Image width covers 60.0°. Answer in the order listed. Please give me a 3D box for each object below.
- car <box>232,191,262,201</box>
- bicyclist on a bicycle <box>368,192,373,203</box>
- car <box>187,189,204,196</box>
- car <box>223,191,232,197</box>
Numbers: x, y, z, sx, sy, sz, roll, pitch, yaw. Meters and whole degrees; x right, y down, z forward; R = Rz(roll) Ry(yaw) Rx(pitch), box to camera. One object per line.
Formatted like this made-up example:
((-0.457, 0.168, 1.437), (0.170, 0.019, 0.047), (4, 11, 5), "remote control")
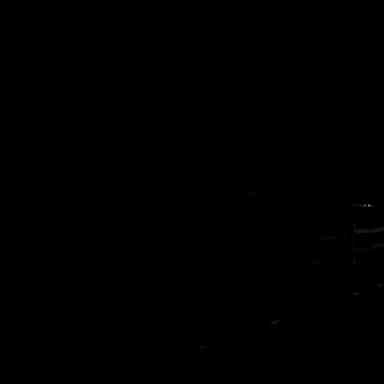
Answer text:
((9.184, 0.593, 53.846), (1.812, 1.442, 4.674), (0, 1, -35), "car")
((23.418, 0.786, 43.892), (1.656, 1.620, 0.582), (-1, 1, -35), "bicyclist on a bicycle")
((0.795, 0.123, 70.814), (1.812, 1.442, 4.674), (0, 1, -35), "car")
((7.665, 0.526, 61.025), (1.994, 1.385, 4.181), (0, 1, -34), "car")
